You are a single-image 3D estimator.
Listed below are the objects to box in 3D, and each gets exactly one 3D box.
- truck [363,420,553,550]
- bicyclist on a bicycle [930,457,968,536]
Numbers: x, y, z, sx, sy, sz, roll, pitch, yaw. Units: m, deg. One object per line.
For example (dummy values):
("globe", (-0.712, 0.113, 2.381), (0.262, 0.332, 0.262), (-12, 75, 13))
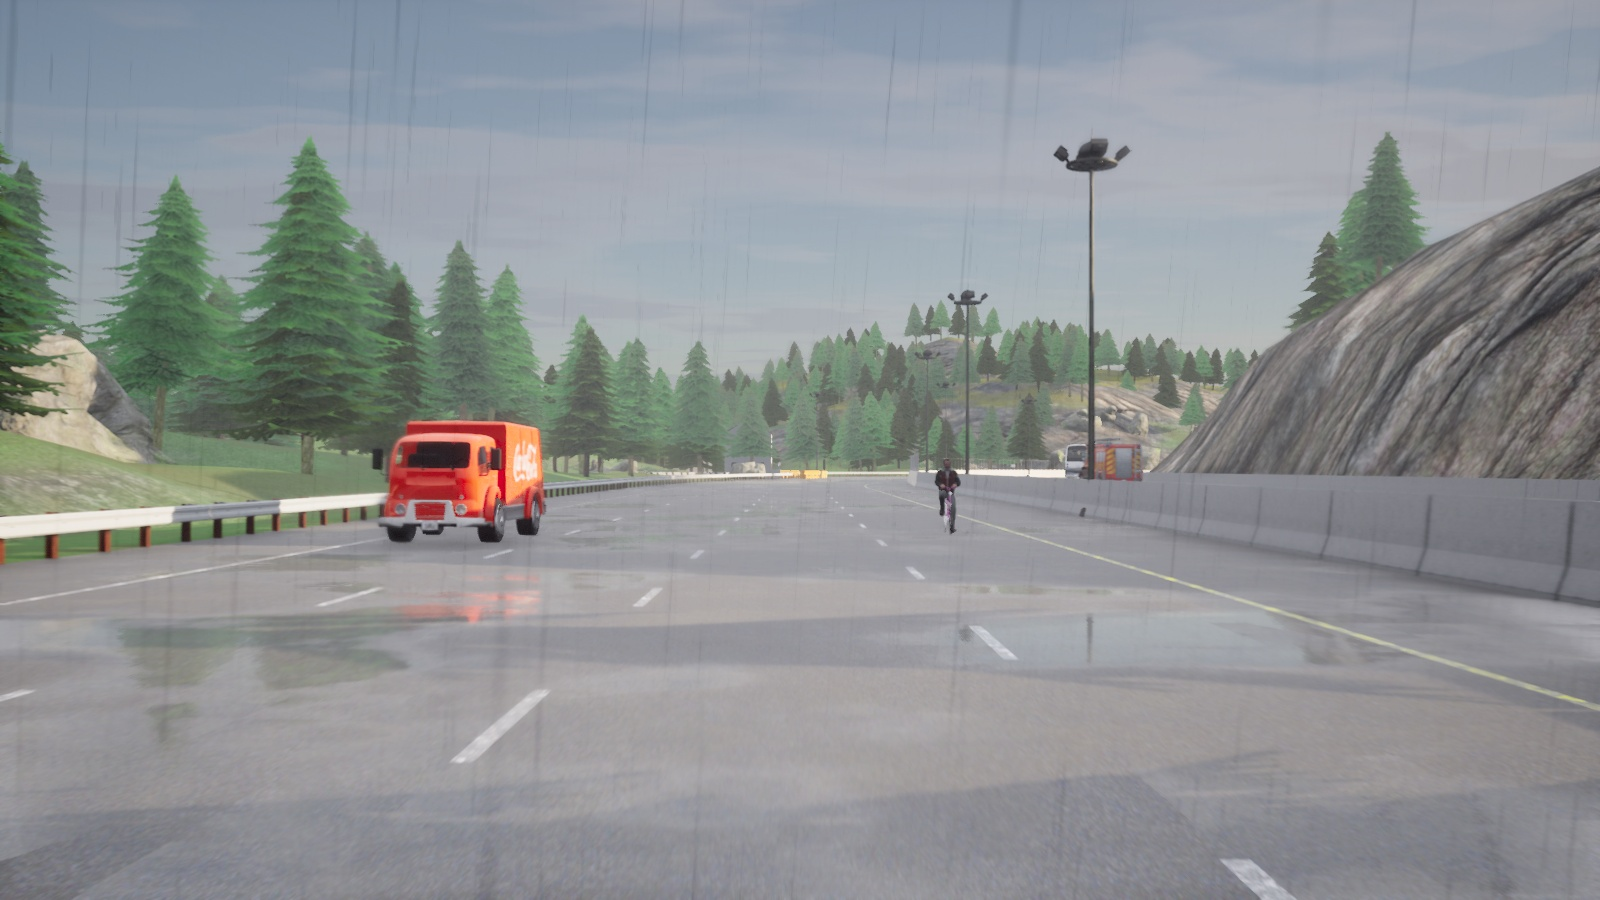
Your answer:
("truck", (-7.065, 0.706, 26.642), (2.627, 2.467, 5.204), (0, -1, 0))
("bicyclist on a bicycle", (3.431, 1.054, 29.072), (0.659, 1.776, 1.843), (0, -1, 0))
